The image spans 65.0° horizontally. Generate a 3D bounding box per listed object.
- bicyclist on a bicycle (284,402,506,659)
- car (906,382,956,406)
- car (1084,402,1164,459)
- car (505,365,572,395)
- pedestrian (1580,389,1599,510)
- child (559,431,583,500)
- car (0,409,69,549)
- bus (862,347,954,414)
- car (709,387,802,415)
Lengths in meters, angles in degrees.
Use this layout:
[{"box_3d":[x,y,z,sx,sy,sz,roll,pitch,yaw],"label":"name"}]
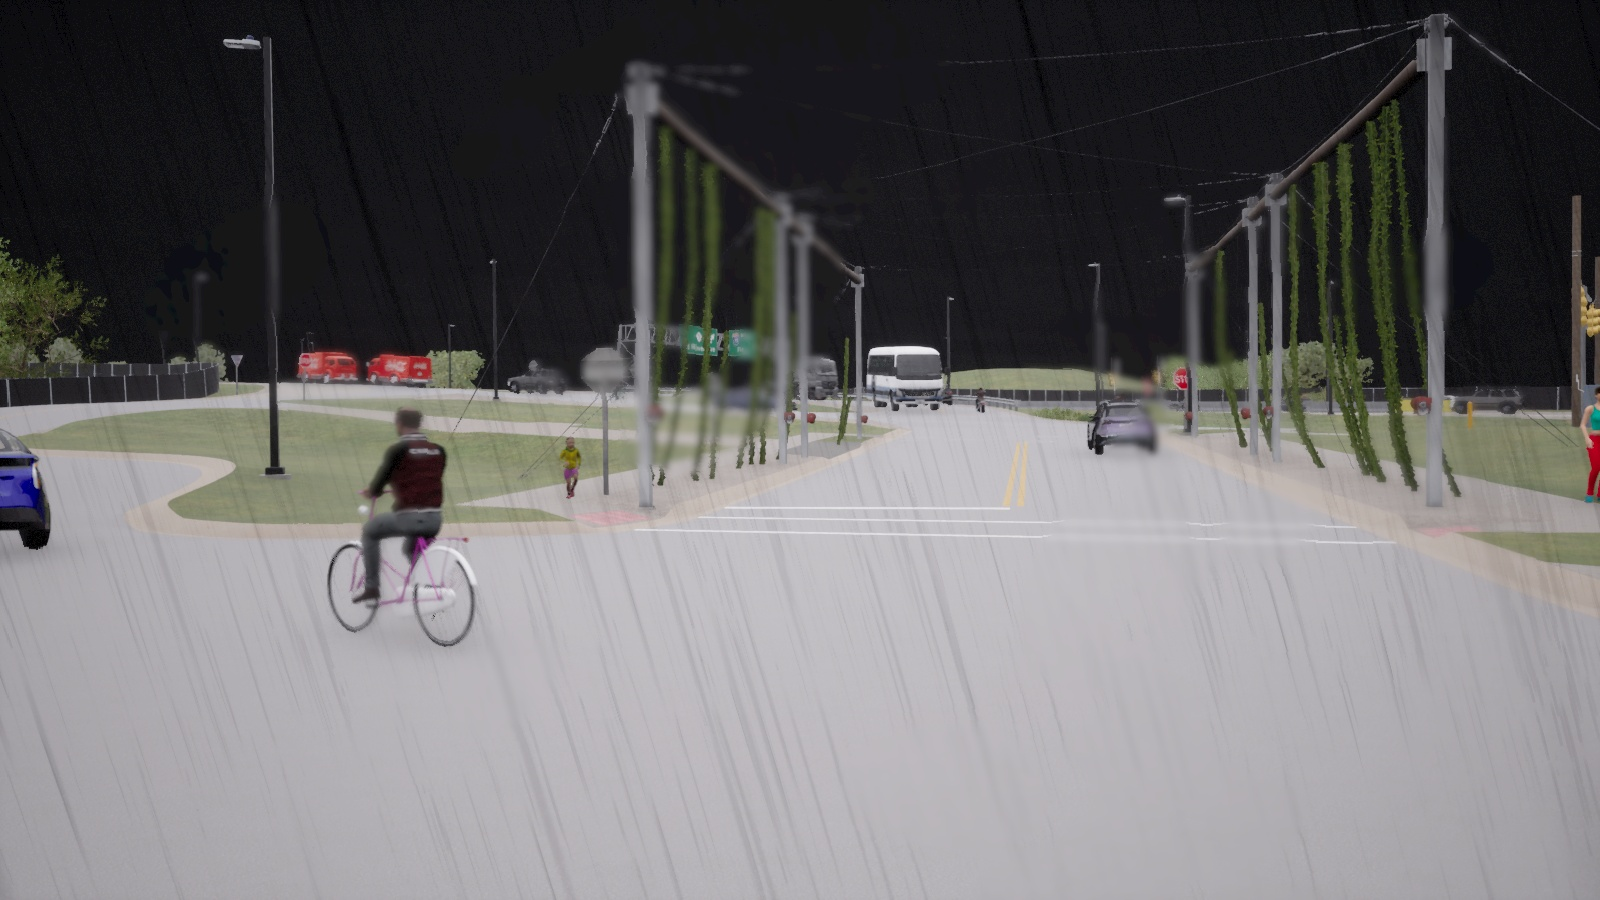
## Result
[{"box_3d":[-3.087,0.544,9.491,1.843,1.776,0.659,1,1,37],"label":"bicyclist on a bicycle"},{"box_3d":[9.677,-4.154,93.256,2.242,1.667,4.611,0,4,-14],"label":"car"},{"box_3d":[10.298,-0.690,40.270,2.033,1.649,4.856,0,3,9],"label":"car"},{"box_3d":[-18.753,-4.995,89.929,4.605,1.855,1.932,5,4,32],"label":"car"},{"box_3d":[12.375,-0.013,19.395,0.345,1.836,0.594,0,1,11],"label":"pedestrian"},{"box_3d":[-3.920,0.254,21.512,0.299,1.160,0.473,-1,1,-24],"label":"child"},{"box_3d":[-11.035,0.291,16.251,2.007,1.525,4.514,-1,4,-39],"label":"car"},{"box_3d":[7.138,-4.824,85.010,3.944,4.253,10.273,0,4,-8],"label":"bus"},{"box_3d":[-2.662,-2.904,74.057,5.357,1.411,2.033,5,4,36],"label":"car"}]
